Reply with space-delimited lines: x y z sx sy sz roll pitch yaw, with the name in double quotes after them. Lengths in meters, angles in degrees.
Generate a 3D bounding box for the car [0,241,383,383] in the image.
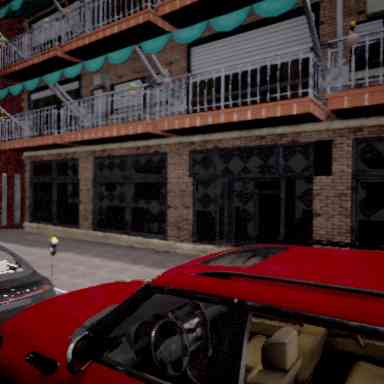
0.554 1.313 2.270 5.009 1.841 2.192 0 1 35 "car"
